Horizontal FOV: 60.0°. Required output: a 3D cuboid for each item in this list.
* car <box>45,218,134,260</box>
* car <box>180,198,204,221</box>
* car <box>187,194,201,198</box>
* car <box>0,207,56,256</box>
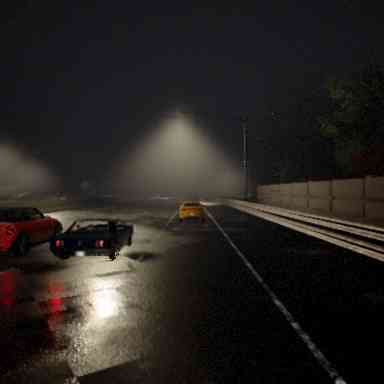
[{"bbox_3d":[-3.401,1.605,12.364,1.895,1.301,4.718,0,0,0],"label":"car"},{"bbox_3d":[-0.002,1.501,27.438,1.882,1.535,5.008,0,0,0],"label":"car"},{"bbox_3d":[0.306,1.292,56.139,2.150,2.045,5.566,0,0,5],"label":"car"},{"bbox_3d":[-6.902,1.357,13.231,2.097,1.767,4.553,0,0,0],"label":"car"}]
